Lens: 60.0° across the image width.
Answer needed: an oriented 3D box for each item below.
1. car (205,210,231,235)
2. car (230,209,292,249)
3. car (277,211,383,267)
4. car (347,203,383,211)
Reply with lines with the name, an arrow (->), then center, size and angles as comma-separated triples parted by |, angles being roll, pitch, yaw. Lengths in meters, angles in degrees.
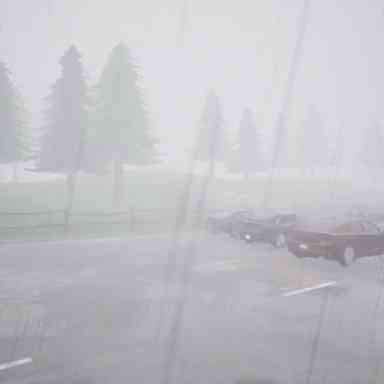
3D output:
car -> 2.853, 1.708, 18.743 | 4.674, 1.442, 1.812 | 1, 0, -35
car -> 4.355, 1.680, 15.521 | 4.892, 1.490, 1.837 | 1, 0, -35
car -> 5.624, 1.639, 12.137 | 5.008, 1.535, 1.882 | 1, -1, -35
car -> 14.440, 1.733, 27.016 | 4.553, 1.767, 2.097 | 1, -1, -35
